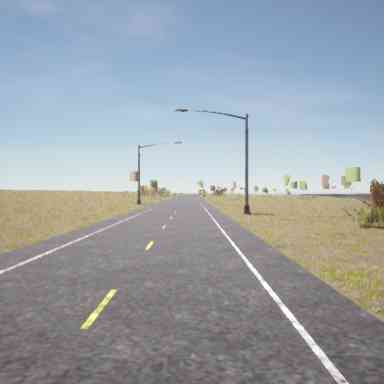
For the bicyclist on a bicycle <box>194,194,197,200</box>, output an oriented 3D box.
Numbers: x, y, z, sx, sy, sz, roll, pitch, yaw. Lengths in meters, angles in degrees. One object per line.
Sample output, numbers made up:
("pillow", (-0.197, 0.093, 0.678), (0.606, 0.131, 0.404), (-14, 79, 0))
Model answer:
("bicyclist on a bicycle", (0.973, 1.460, 89.848), (0.582, 1.620, 1.656), (1, 0, 0))
